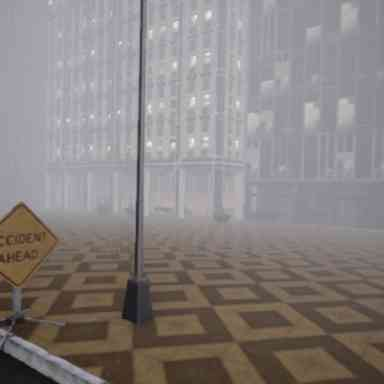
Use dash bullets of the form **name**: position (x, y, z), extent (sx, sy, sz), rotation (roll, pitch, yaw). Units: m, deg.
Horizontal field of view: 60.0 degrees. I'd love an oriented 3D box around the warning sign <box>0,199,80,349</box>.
- **warning sign**: position (-2.565, 1.062, 4.919), extent (1.060, 1.860, 1.300), rotation (2, 0, 35)
